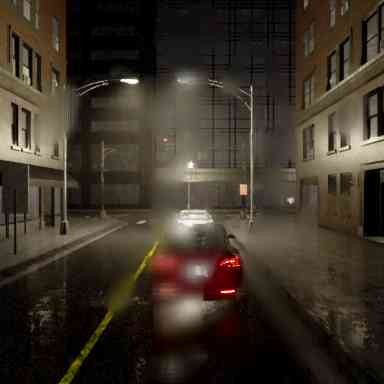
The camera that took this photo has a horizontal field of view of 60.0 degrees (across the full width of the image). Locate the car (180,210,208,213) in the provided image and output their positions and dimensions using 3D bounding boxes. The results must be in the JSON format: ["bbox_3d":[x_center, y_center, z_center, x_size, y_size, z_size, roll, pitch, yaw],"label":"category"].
[{"bbox_3d":[0.096,1.603,17.464,1.895,1.301,4.718,0,0,0],"label":"car"}]

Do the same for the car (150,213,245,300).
[{"bbox_3d":[0.107,1.504,8.448,2.163,1.488,4.792,0,0,0],"label":"car"}]
